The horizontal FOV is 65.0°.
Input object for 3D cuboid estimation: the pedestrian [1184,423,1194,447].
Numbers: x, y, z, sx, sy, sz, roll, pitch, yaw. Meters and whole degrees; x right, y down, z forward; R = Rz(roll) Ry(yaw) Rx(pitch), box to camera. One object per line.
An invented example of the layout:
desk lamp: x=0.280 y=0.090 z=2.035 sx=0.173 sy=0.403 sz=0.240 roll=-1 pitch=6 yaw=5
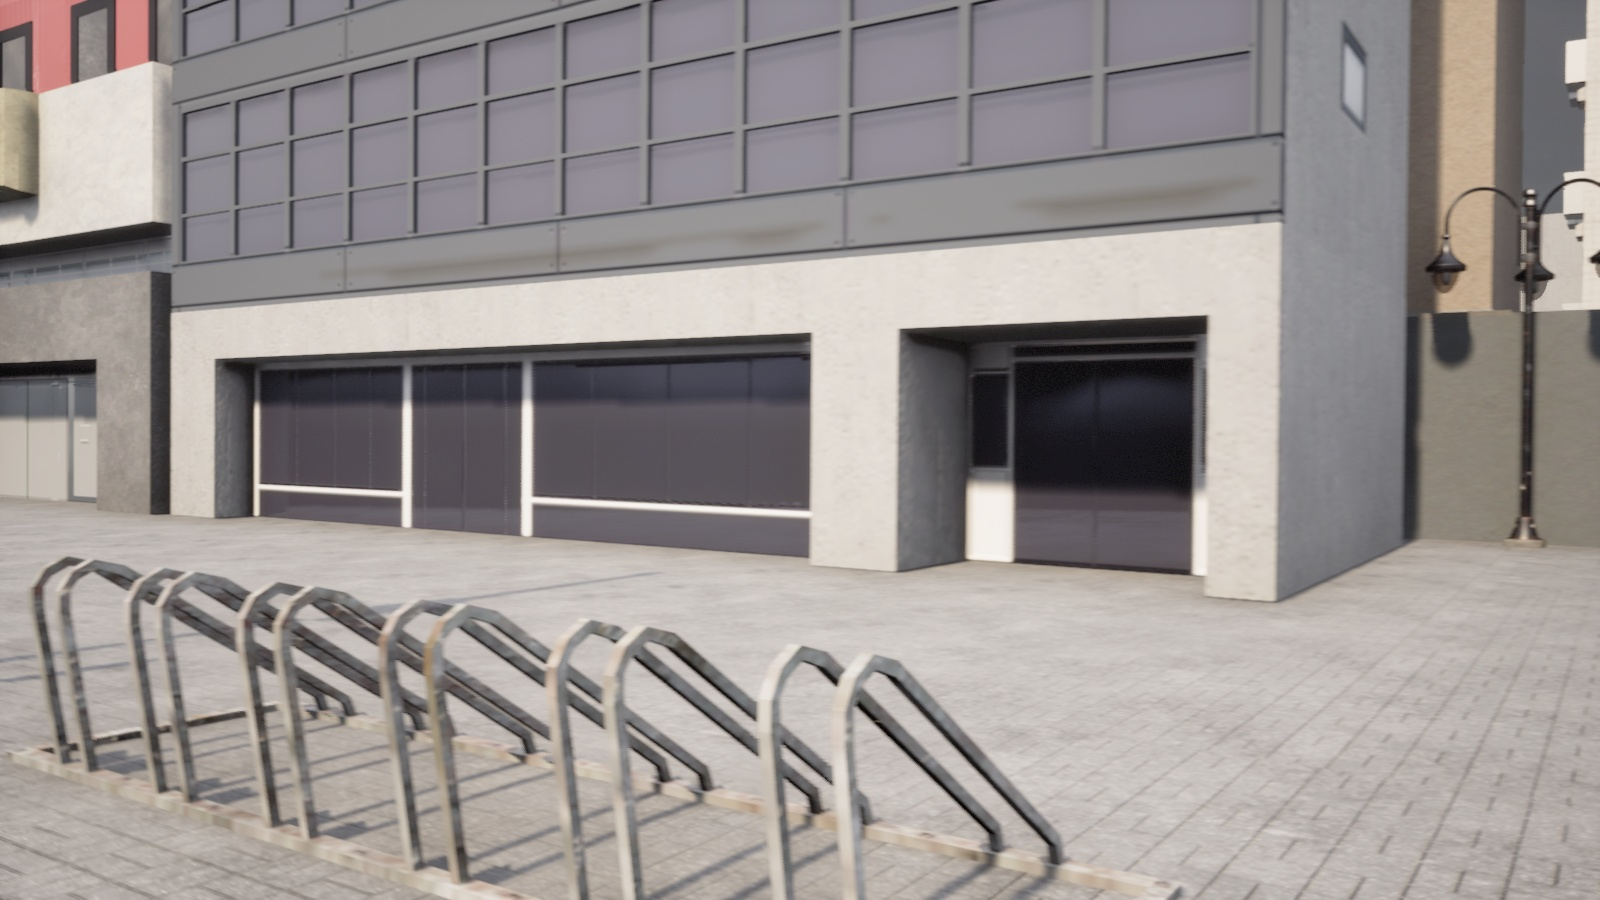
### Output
pedestrian: x=29.290 y=-1.114 z=94.521 sx=0.594 sy=1.836 sz=0.345 roll=0 pitch=1 yaw=33
